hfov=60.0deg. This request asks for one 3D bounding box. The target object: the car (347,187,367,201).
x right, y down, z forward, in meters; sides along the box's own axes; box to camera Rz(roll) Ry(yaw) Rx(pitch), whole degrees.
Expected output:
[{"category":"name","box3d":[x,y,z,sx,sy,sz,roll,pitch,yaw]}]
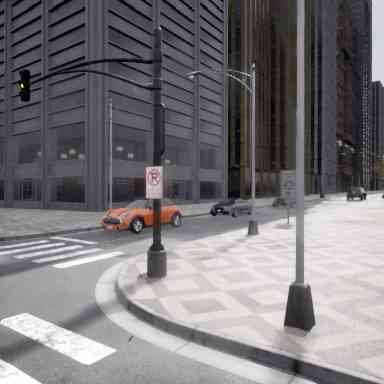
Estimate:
[{"category":"car","box3d":[25.568,0.269,51.589,2.150,2.045,5.566,0,0,35]}]

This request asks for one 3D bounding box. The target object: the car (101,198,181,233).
[{"category":"car","box3d":[-2.617,1.094,17.880,2.097,1.767,4.553,0,1,37]}]

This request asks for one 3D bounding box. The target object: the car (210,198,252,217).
[{"category":"car","box3d":[3.148,1.140,25.845,1.994,1.385,4.181,0,1,36]}]

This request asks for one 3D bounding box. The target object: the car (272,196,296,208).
[{"category":"car","box3d":[10.127,0.945,35.577,1.994,1.385,4.181,0,1,35]}]
